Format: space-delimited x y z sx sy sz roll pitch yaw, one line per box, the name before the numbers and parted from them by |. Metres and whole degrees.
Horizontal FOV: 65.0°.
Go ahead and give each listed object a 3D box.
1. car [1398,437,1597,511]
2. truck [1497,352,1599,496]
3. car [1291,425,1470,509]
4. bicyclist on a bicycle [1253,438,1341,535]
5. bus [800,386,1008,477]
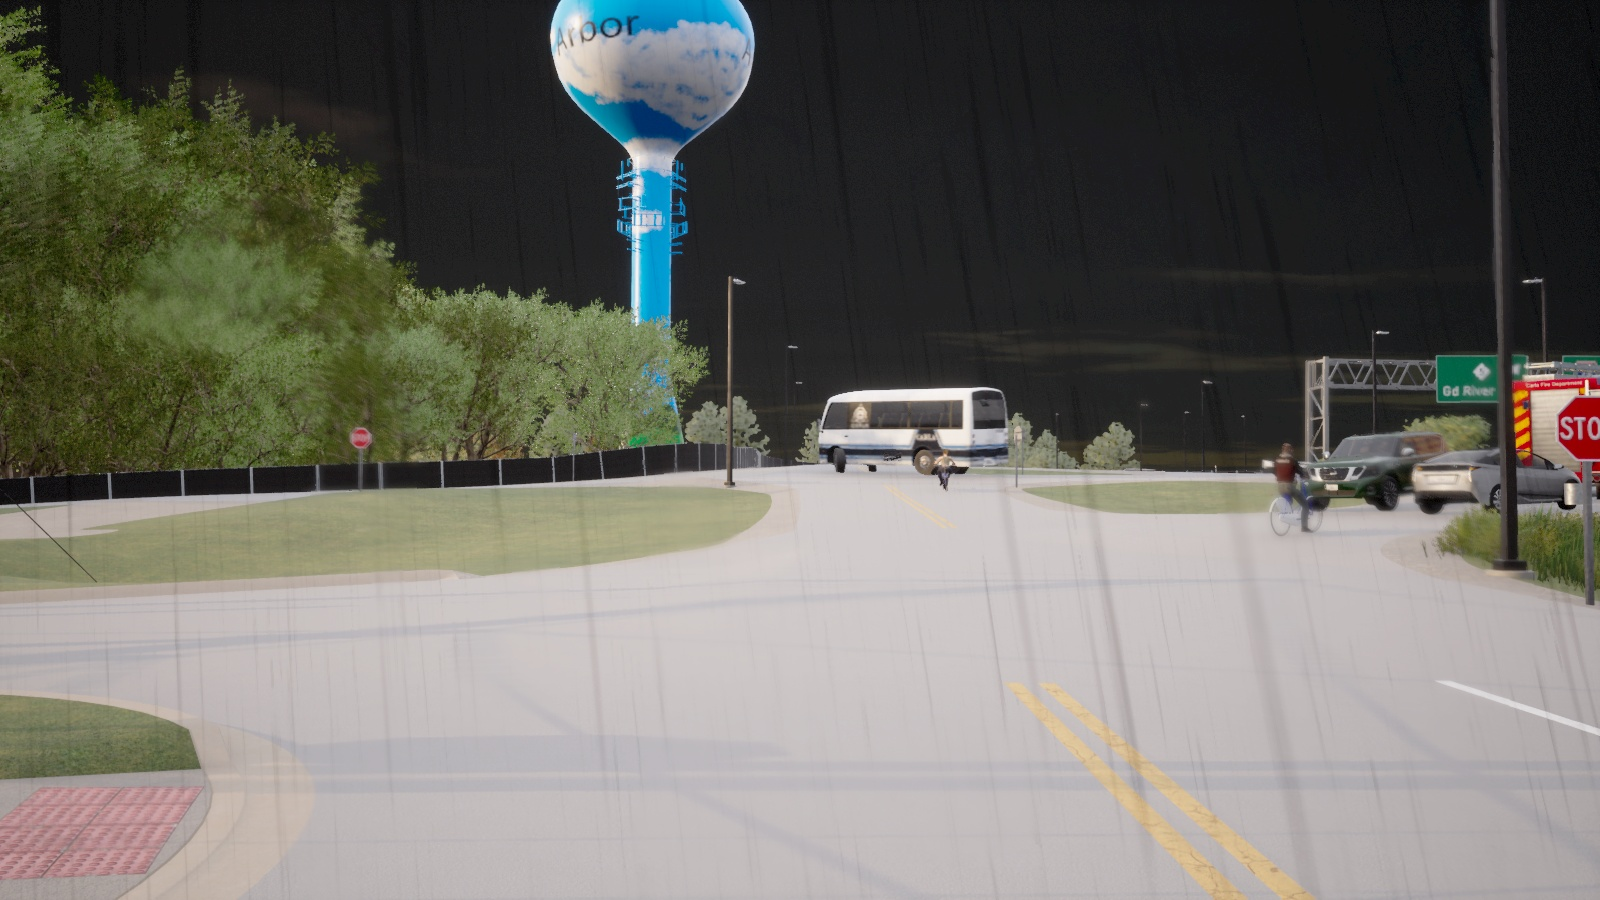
car | 16.542 0.550 29.740 4.514 1.525 2.007 -2 -1 -30
truck | 23.832 -0.751 36.808 8.468 3.827 2.891 -2 -1 -39
car | 15.786 0.425 33.992 5.566 2.045 2.150 -2 -1 -40
bicyclist on a bicycle | 9.643 0.689 24.331 1.843 1.776 0.659 -2 -1 -38
bus | 5.116 -0.961 63.887 10.273 4.253 3.944 1 3 44
